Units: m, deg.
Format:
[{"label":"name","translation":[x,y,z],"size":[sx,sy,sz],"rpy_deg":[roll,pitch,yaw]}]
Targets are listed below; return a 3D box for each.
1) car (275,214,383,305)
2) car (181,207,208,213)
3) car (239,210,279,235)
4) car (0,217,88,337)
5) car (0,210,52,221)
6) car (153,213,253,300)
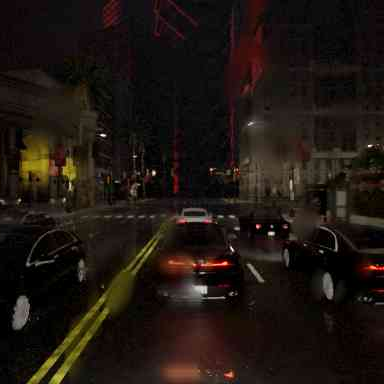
[{"label":"car","translation":[3.623,1.504,8.051],"size":[1.837,1.490,4.892],"rpy_deg":[0,0,0]},{"label":"car","translation":[0.119,1.524,17.478],"size":[1.812,1.442,4.674],"rpy_deg":[0,0,0]},{"label":"car","translation":[3.622,1.601,17.372],"size":[1.895,1.301,4.718],"rpy_deg":[0,0,0]},{"label":"car","translation":[-3.586,1.505,6.707],"size":[1.837,1.490,4.892],"rpy_deg":[0,0,0]},{"label":"car","translation":[-7.061,1.491,13.139],"size":[2.128,1.511,4.902],"rpy_deg":[0,0,0]},{"label":"car","translation":[0.120,1.505,8.378],"size":[1.837,1.490,4.892],"rpy_deg":[0,0,0]}]
